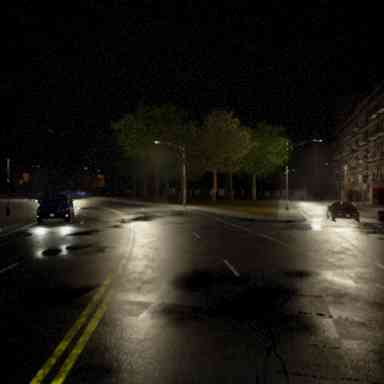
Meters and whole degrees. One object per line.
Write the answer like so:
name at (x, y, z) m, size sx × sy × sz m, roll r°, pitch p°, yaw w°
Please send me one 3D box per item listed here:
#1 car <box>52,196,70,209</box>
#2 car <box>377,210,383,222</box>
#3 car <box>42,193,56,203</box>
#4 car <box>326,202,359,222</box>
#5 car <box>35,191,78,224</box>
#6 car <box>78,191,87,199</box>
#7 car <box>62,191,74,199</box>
car at (-17.268, 1.334, 43.612) m, size 1.837 × 1.490 × 4.892 m, roll -1°, pitch 0°, yaw -26°
car at (14.091, 1.556, 22.430) m, size 1.895 × 1.301 × 4.718 m, roll 0°, pitch 0°, yaw 15°
car at (-26.064, 1.078, 60.532) m, size 2.097 × 1.767 × 4.553 m, roll -1°, pitch 1°, yaw -28°
car at (11.589, 1.482, 25.727) m, size 1.812 × 1.442 × 4.674 m, roll 0°, pitch 0°, yaw 15°
car at (-10.055, 1.157, 24.820) m, size 2.150 × 2.045 × 5.566 m, roll -1°, pitch 1°, yaw -15°
car at (-29.084, 0.693, 87.005) m, size 2.150 × 2.045 × 5.566 m, roll -1°, pitch 1°, yaw -28°
car at (-31.953, 0.732, 85.480) m, size 2.150 × 2.045 × 5.566 m, roll -1°, pitch 1°, yaw -28°
